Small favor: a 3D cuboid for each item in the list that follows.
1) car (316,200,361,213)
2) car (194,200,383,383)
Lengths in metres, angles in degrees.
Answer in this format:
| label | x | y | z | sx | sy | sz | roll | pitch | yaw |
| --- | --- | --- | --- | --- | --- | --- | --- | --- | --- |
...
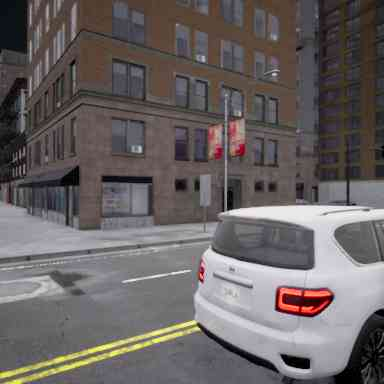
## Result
| label | x | y | z | sx | sy | sz | roll | pitch | yaw |
| --- | --- | --- | --- | --- | --- | --- | --- | --- | --- |
| car | 16.982 | 1.594 | 38.728 | 1.947 | 1.339 | 4.313 | 0 | 0 | -35 |
| car | 2.645 | 1.222 | 5.312 | 5.566 | 2.045 | 2.150 | 0 | 0 | -35 |
